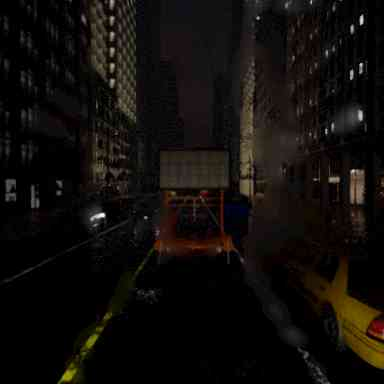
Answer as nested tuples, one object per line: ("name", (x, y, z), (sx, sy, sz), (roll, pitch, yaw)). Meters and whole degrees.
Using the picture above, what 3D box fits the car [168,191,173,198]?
("car", (-5.305, 0.739, 62.541), (2.008, 1.369, 4.403), (-1, 1, 0))

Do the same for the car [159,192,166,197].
("car", (-5.377, 0.886, 51.175), (2.008, 1.369, 4.403), (-1, 1, 0))

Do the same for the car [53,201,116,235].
("car", (-5.592, 1.326, 17.077), (2.008, 1.369, 4.403), (-1, 1, 0))

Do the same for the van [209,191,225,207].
("van", (2.930, 0.827, 39.754), (1.690, 1.788, 3.998), (-1, 1, 0))

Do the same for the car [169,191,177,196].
("car", (-5.127, 0.346, 90.786), (1.752, 1.417, 4.829), (-1, 1, 0))

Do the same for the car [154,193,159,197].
("car", (-5.448, 1.064, 39.809), (1.802, 1.307, 4.206), (-1, 1, 0))

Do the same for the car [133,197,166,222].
("car", (-2.953, 1.295, 23.467), (1.895, 1.301, 4.718), (0, 1, 0))

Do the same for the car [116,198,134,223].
("car", (-5.555, 1.268, 22.760), (1.947, 1.339, 4.313), (-1, 1, 0))

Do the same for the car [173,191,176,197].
("car", (-5.234, 0.622, 73.907), (1.802, 1.307, 4.206), (-1, 1, 0))

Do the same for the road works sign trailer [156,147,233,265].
("road works sign trailer", (0.085, 0.319, 11.077), (2.380, 3.560, 2.880), (0, 1, 1))

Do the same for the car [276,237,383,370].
("car", (2.718, 1.449, 5.827), (1.752, 1.417, 4.829), (-1, 1, 0))

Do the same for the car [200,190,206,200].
("car", (3.075, 0.742, 62.488), (2.008, 1.369, 4.403), (-1, 1, 0))

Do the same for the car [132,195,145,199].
("car", (-5.520, 1.174, 28.443), (1.887, 1.381, 4.507), (-1, 1, 0))

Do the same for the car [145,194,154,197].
("car", (-5.485, 1.106, 34.126), (2.008, 1.369, 4.403), (-1, 1, 0))

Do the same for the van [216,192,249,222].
("van", (2.823, 1.047, 22.704), (1.690, 1.788, 3.998), (-1, 1, 0))

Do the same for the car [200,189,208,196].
("car", (3.252, 0.137, 90.901), (2.192, 1.841, 5.009), (-1, 1, 0))

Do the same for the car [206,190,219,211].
("car", (2.894, 0.874, 34.070), (2.192, 1.841, 5.009), (-1, 1, 0))

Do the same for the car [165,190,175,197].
("car", (-5.199, 0.407, 79.589), (1.967, 1.590, 4.097), (-1, 1, 0))
